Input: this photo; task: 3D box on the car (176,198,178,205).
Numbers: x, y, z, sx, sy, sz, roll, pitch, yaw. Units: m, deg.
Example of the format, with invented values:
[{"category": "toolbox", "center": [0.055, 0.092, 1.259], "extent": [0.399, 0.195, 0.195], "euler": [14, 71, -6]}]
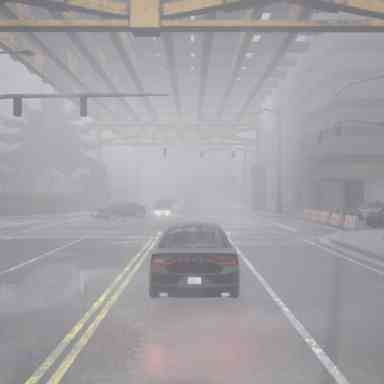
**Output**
[{"category": "car", "center": [-3.647, 1.601, 60.727], "extent": [1.895, 1.301, 4.718], "euler": [0, 0, 0]}]

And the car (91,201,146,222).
[{"category": "car", "center": [-5.829, 1.492, 26.931], "extent": [2.128, 1.511, 4.902], "euler": [1, 0, 37]}]

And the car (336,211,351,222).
[{"category": "car", "center": [13.534, 1.453, 25.053], "extent": [4.974, 1.542, 2.038], "euler": [0, 0, 25]}]

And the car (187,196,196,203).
[{"category": "car", "center": [-0.047, 1.492, 66.397], "extent": [2.128, 1.511, 4.902], "euler": [0, 0, 0]}]

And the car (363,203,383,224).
[{"category": "car", "center": [13.265, 1.295, 20.912], "extent": [4.536, 1.218, 1.853], "euler": [0, 0, -20]}]

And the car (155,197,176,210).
[{"category": "car", "center": [-3.687, 1.492, 43.754], "extent": [2.128, 1.511, 4.902], "euler": [0, 0, 0]}]

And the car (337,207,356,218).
[{"category": "car", "center": [13.581, 1.295, 25.032], "extent": [4.536, 1.218, 1.853], "euler": [0, 0, 25]}]

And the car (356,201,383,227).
[{"category": "car", "center": [13.217, 1.453, 20.894], "extent": [4.974, 1.542, 2.038], "euler": [0, 0, -20]}]

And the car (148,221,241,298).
[{"category": "car", "center": [0.054, 1.478, 8.590], "extent": [1.882, 1.535, 5.008], "euler": [0, 0, 0]}]
